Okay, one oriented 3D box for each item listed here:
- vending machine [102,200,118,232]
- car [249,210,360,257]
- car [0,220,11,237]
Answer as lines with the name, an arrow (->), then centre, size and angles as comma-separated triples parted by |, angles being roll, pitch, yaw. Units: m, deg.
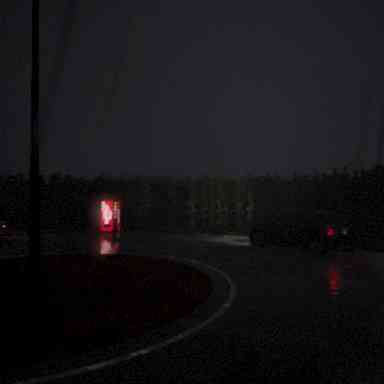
vending machine -> -5.513, 1.563, 22.423 | 0.880, 2.100, 1.100 | 0, -1, -6
car -> 4.578, 1.568, 14.289 | 2.097, 1.767, 4.553 | 0, -1, -34
car -> -11.386, 1.806, 15.992 | 4.674, 1.442, 1.812 | 1, -1, -40
